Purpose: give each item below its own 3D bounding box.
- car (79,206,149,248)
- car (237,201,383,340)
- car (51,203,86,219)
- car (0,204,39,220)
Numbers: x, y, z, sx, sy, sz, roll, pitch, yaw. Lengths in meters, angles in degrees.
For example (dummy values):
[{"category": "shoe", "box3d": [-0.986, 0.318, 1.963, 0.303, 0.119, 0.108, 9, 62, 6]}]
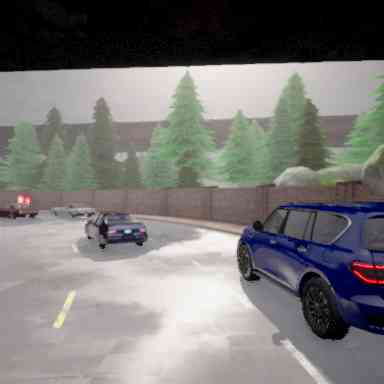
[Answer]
[{"category": "car", "box3d": [-3.536, 1.561, 14.955, 2.033, 1.411, 5.357, 0, 0, -26]}, {"category": "car", "box3d": [2.667, 1.196, 6.772, 2.150, 2.045, 5.566, 0, 0, -10]}, {"category": "car", "box3d": [-10.633, 1.654, 29.553, 4.718, 1.301, 1.895, 0, 0, 41]}, {"category": "car", "box3d": [-15.450, 1.690, 28.917, 4.718, 1.301, 1.895, 0, 0, 35]}]
